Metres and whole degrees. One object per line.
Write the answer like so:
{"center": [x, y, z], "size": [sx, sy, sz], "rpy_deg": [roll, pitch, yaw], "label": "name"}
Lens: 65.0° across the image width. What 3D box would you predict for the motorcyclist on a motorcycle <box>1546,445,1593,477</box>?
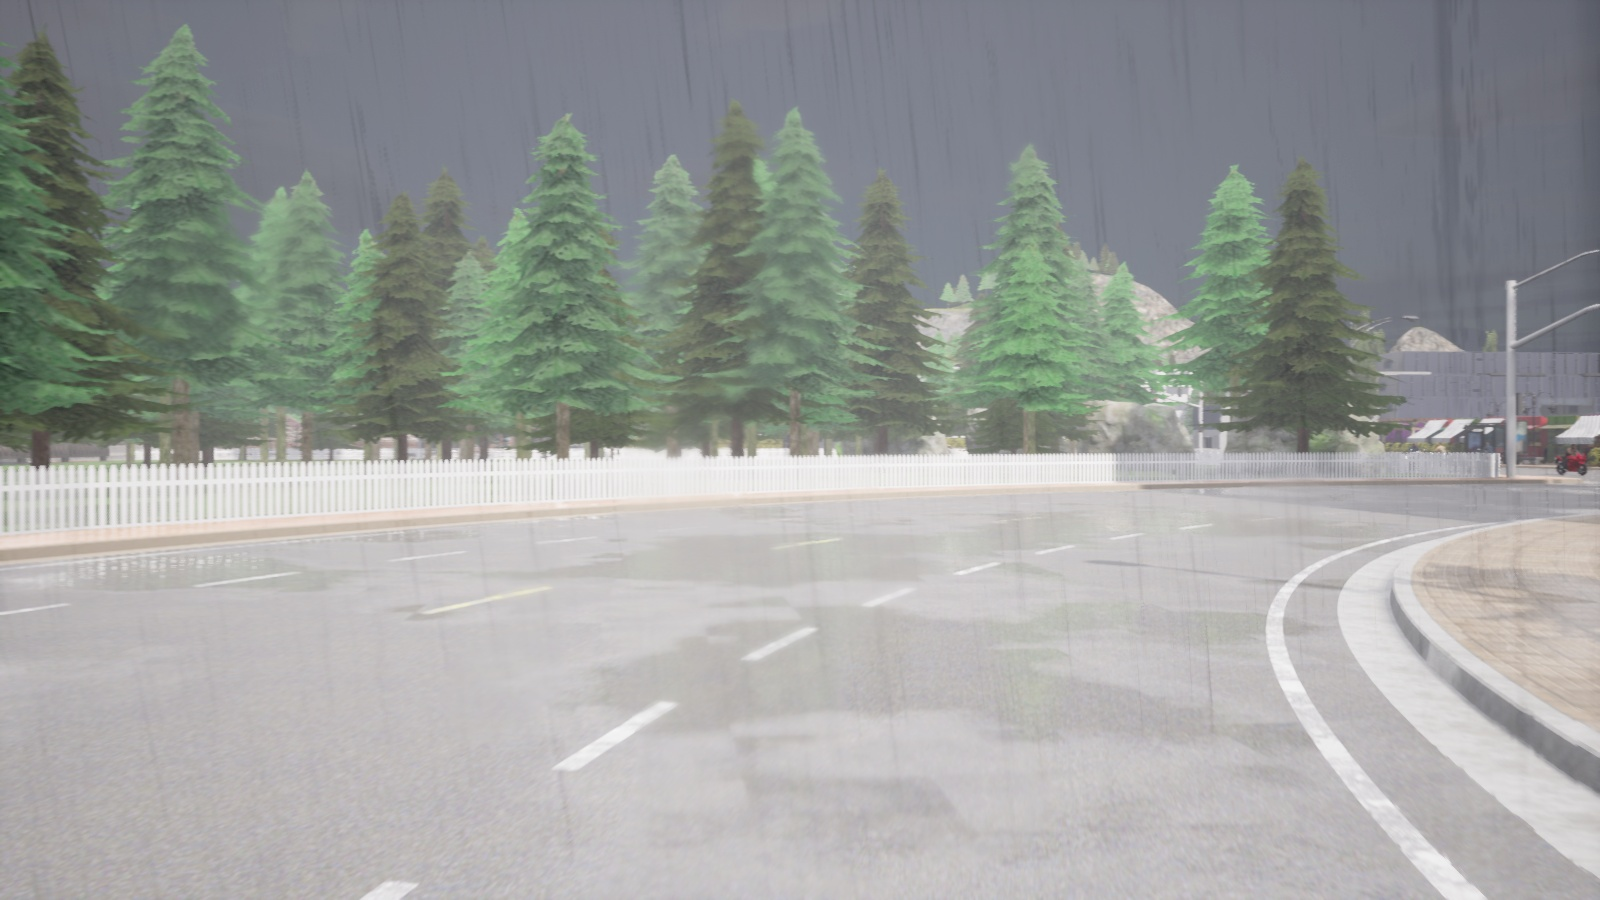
{"center": [36.530, 0.515, 59.656], "size": [0.797, 1.523, 2.044], "rpy_deg": [0, 0, -6], "label": "motorcyclist on a motorcycle"}
